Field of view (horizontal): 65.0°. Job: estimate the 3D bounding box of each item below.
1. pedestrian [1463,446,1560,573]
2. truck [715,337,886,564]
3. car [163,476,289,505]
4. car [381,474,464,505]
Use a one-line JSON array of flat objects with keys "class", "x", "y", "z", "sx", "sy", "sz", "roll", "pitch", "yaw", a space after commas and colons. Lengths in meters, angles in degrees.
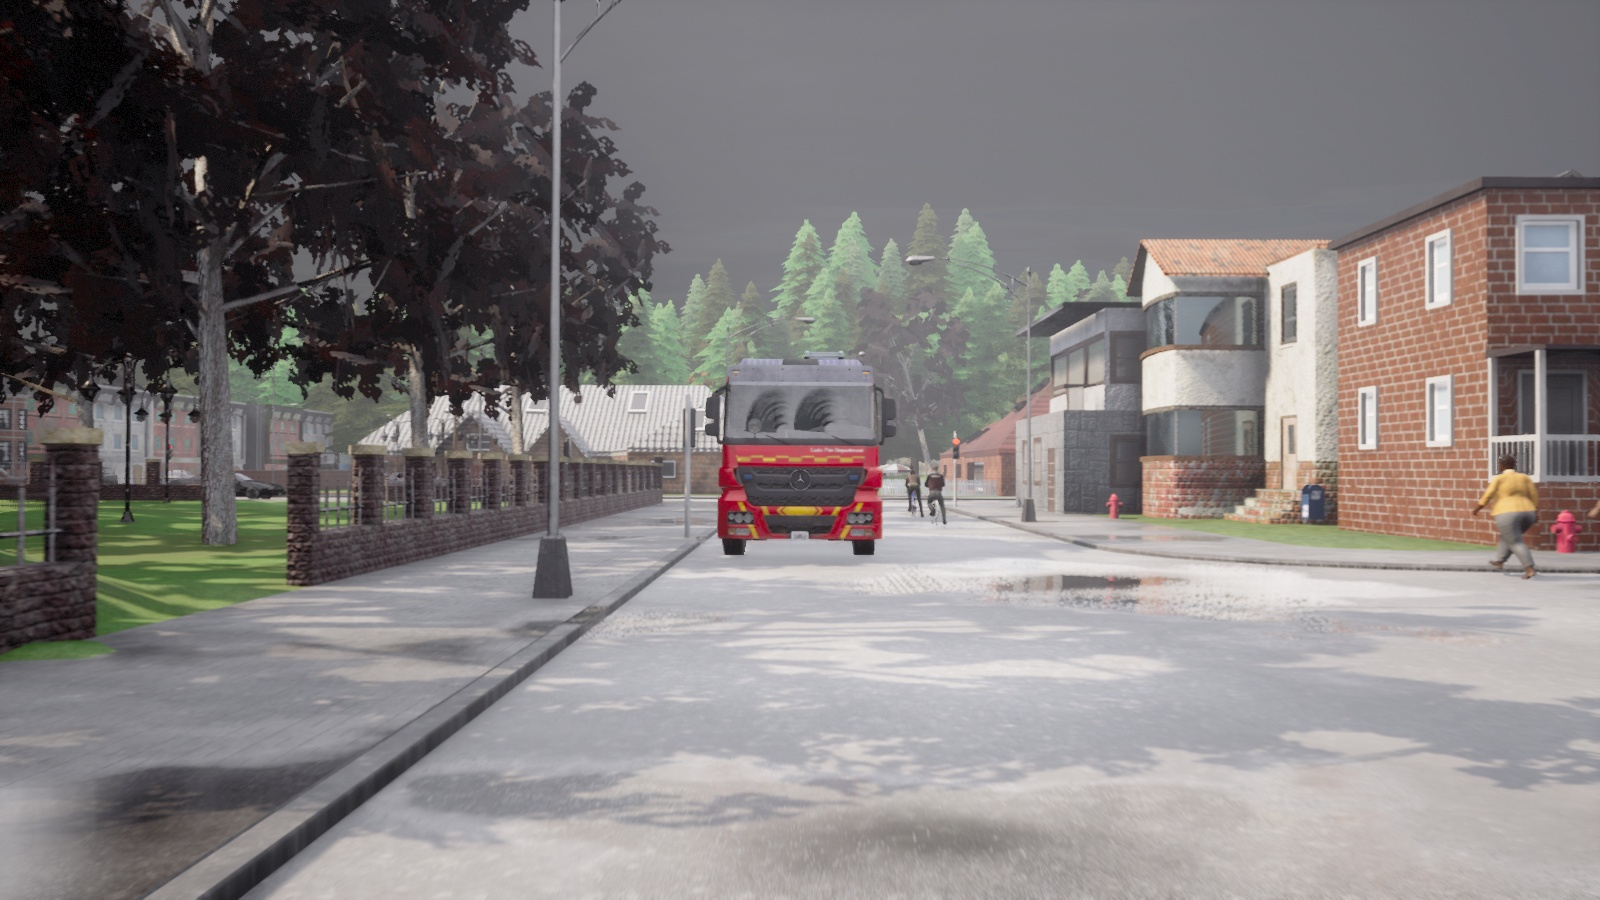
[{"class": "pedestrian", "x": 10.661, "y": 0.877, "z": 18.849, "sx": 0.874, "sy": 1.855, "sz": 0.900, "roll": 0, "pitch": -1, "yaw": -7}, {"class": "truck", "x": -0.015, "y": 0.077, "z": 25.477, "sx": 2.891, "sy": 3.827, "sz": 8.468, "roll": 0, "pitch": -1, "yaw": 0}, {"class": "car", "x": -28.715, "y": 2.031, "z": 62.938, "sx": 5.357, "sy": 1.411, "sz": 2.033, "roll": 0, "pitch": -1, "yaw": -2}, {"class": "car", "x": -18.914, "y": 1.959, "z": 62.975, "sx": 3.633, "sy": 1.501, "sz": 1.845, "roll": 0, "pitch": -1, "yaw": -2}]
